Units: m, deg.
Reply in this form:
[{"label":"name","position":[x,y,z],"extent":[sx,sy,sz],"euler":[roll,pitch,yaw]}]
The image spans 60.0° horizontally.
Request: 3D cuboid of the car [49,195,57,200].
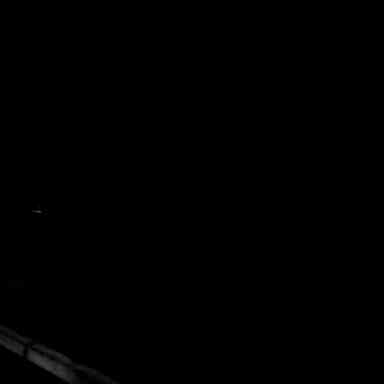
[{"label":"car","position":[-16.823,1.193,39.624],"extent":[2.097,1.767,4.553],"euler":[0,0,32]}]
